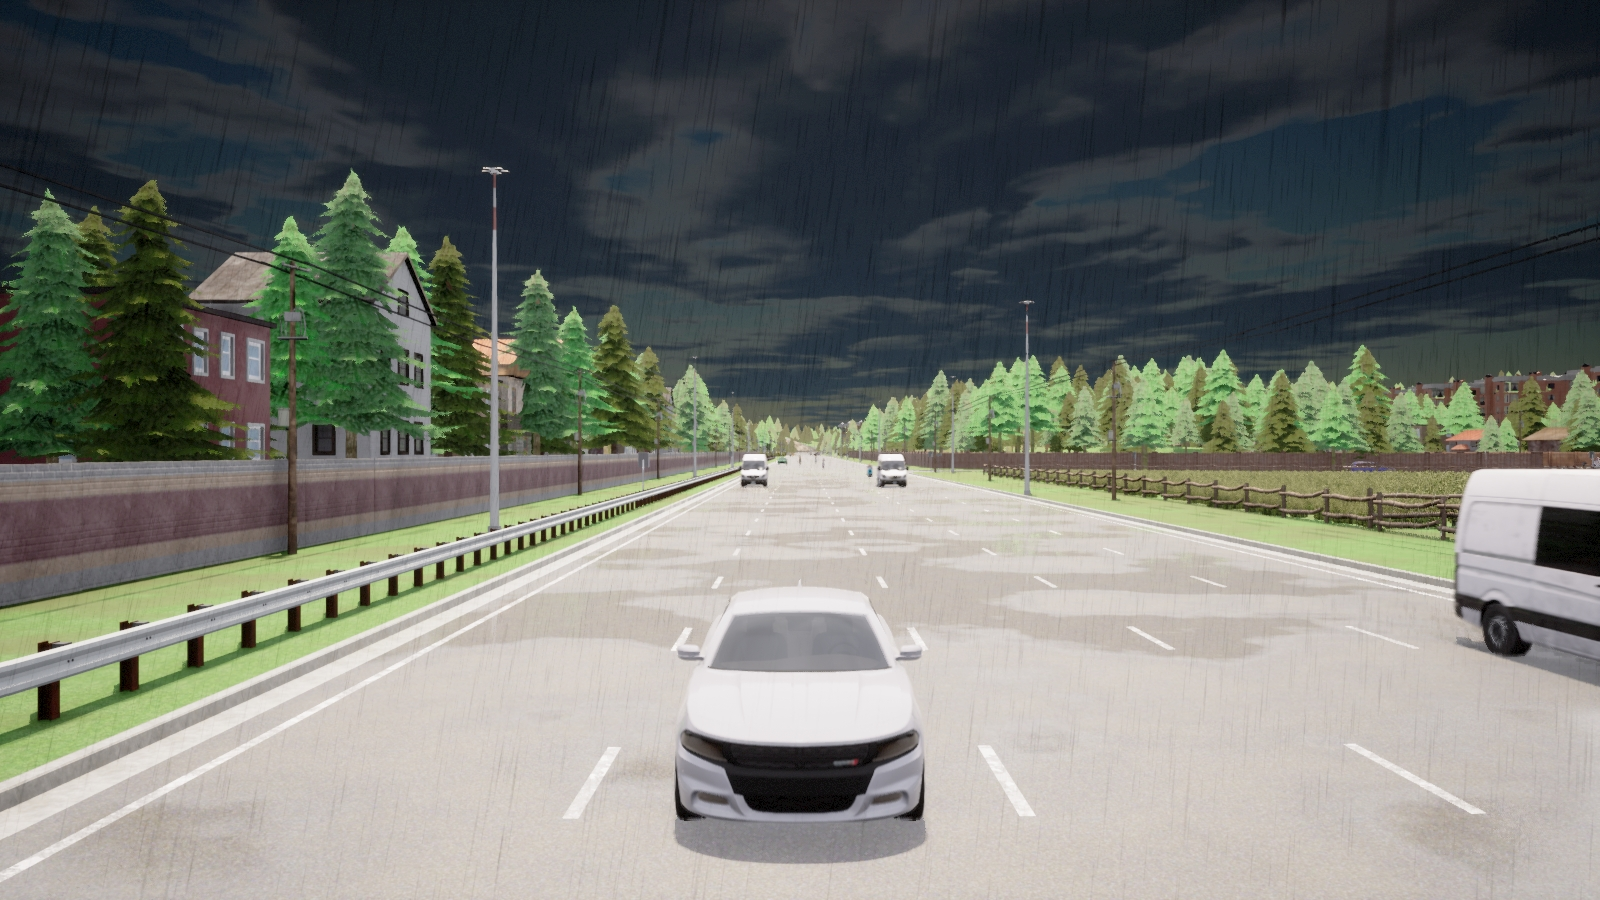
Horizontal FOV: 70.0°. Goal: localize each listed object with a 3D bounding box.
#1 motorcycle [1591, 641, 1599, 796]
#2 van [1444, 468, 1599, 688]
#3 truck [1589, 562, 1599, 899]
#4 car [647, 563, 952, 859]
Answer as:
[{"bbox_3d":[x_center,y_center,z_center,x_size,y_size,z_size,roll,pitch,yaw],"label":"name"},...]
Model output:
[{"bbox_3d":[6.998,2.212,8.379,0.867,1.251,2.209,0,0,0],"label":"motorcycle"},{"bbox_3d":[10.494,1.544,13.891,1.988,2.561,5.915,0,0,0],"label":"van"},{"bbox_3d":[3.602,1.568,0.760,2.627,2.467,5.204,0,0,1],"label":"truck"},{"bbox_3d":[-0.002,2.042,10.350,2.097,1.535,5.006,0,0,0],"label":"car"}]
